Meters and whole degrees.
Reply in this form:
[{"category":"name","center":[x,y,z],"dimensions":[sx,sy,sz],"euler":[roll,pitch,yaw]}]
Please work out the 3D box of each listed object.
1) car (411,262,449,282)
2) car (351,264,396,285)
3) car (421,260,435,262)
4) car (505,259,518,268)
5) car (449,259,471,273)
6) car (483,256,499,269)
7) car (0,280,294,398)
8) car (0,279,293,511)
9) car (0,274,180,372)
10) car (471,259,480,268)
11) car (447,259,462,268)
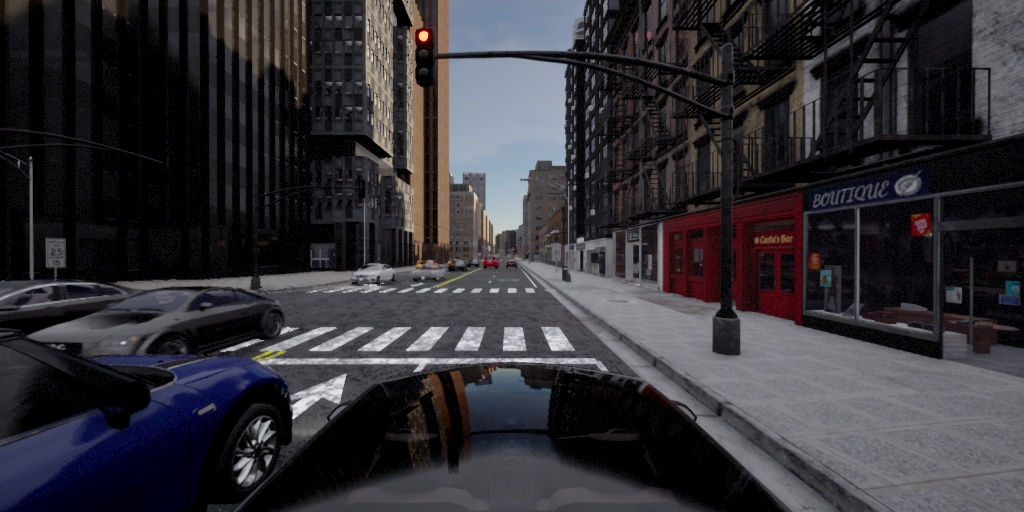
[{"category":"car","center":[-6.679,1.363,29.109],"dimensions":[1.895,1.301,4.718],"euler":[0,0,0]},{"category":"car","center":[-9.996,1.286,26.298],"dimensions":[1.812,1.442,4.674],"euler":[0,0,2]},{"category":"car","center":[-9.966,1.248,42.345],"dimensions":[1.882,1.535,5.008],"euler":[0,0,0]},{"category":"car","center":[-0.080,1.285,61.821],"dimensions":[1.837,1.490,4.892],"euler":[0,0,0]},{"category":"car","center":[-6.723,1.249,45.271],"dimensions":[1.882,1.535,5.008],"euler":[0,0,0]},{"category":"car","center":[-3.418,1.000,58.037],"dimensions":[2.150,2.045,5.566],"euler":[0,0,0]},{"category":"car","center":[-6.612,1.315,7.152],"dimensions":[1.994,1.385,4.181],"euler":[0,0,0]},{"category":"car","center":[-3.145,1.102,1.578],"dimensions":[2.097,1.767,4.553],"euler":[0,0,0]},{"category":"car","center":[-9.867,1.243,7.047],"dimensions":[2.128,1.511,4.902],"euler":[0,0,0]},{"category":"car","center":[-6.683,1.274,62.982],"dimensions":[1.882,1.535,5.008],"euler":[0,0,0]},{"category":"car","center":[-9.936,1.261,62.622],"dimensions":[1.882,1.535,5.008],"euler":[0,0,0]}]
